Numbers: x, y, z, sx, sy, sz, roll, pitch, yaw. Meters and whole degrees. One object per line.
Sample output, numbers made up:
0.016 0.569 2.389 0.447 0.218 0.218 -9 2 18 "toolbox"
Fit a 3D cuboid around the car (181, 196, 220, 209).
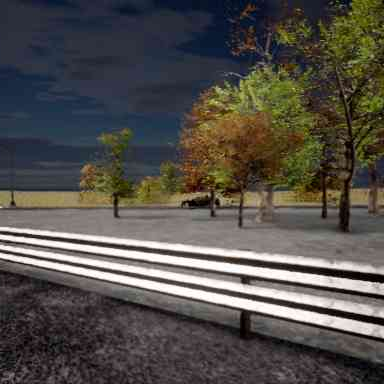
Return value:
1.020 1.267 42.533 5.008 1.535 1.882 -1 0 10 "car"
